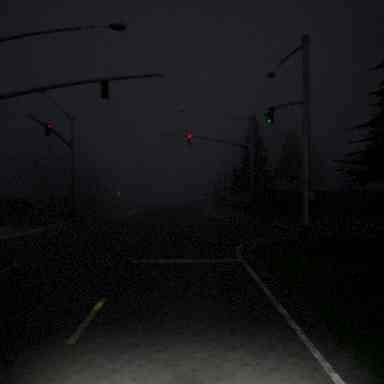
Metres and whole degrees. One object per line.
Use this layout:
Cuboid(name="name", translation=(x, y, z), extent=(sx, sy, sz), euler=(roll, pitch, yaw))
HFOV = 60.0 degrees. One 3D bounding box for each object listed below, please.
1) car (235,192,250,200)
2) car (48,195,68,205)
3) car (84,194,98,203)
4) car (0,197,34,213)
Cuboid(name="car", translation=(12.487, 0.870, 78.051), extent=(4.553, 1.767, 2.097), euler=(0, 0, 0))
Cuboid(name="car", translation=(-21.309, 1.272, 53.063), extent=(1.970, 1.475, 3.806), euler=(0, 0, 0))
Cuboid(name="car", translation=(-18.370, 1.205, 60.500), extent=(1.845, 1.501, 3.633), euler=(0, 0, 0))
Cuboid(name="car", translation=(-18.217, 1.297, 34.466), extent=(2.007, 1.523, 4.514), euler=(0, 0, 0))
